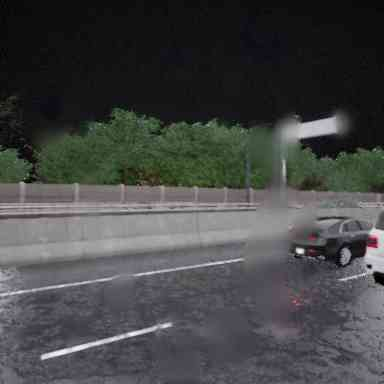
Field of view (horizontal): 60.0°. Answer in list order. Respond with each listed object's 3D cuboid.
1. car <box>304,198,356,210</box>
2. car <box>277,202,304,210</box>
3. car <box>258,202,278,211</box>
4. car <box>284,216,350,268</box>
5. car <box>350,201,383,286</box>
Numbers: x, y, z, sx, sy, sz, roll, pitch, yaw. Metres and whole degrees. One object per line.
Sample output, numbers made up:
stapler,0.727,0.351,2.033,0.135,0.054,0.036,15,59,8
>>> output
car,13.093,1.574,30.388,5.566,2.045,2.150,1,-1,-35
car,10.988,1.882,33.175,4.674,1.442,1.812,1,-1,-35
car,9.225,1.871,36.227,4.892,1.490,1.837,1,-1,-35
car,5.352,1.617,11.802,4.892,1.490,1.837,1,0,-35
car,6.608,1.320,8.390,5.566,2.045,2.150,1,0,-35
